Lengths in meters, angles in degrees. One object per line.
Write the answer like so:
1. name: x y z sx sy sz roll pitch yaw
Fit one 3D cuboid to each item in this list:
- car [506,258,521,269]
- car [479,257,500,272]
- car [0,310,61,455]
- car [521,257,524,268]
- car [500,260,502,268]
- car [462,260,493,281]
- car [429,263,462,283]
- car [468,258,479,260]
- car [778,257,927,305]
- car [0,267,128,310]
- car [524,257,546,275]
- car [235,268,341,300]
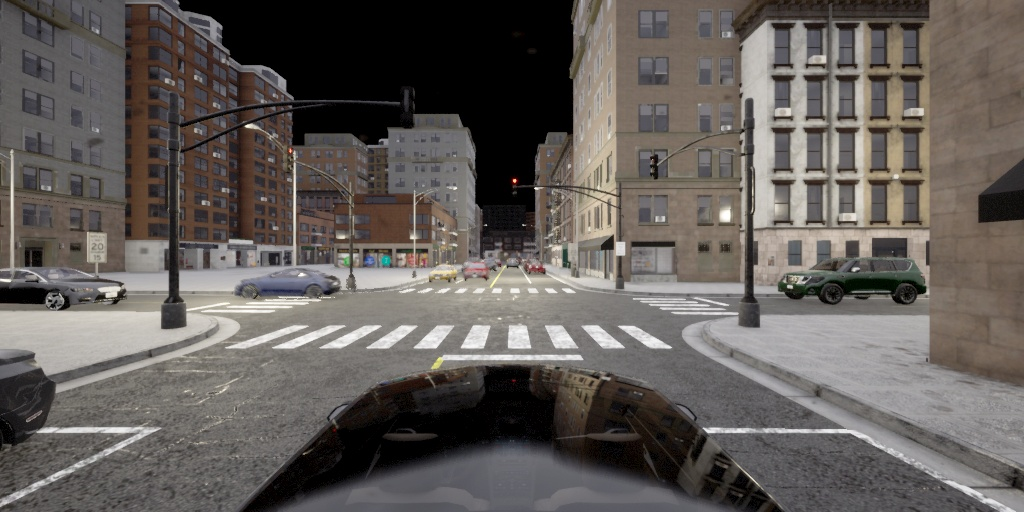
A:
1. car: 0.115 1.317 58.569 1.994 1.385 4.181 0 0 1
2. car: -2.828 1.258 45.731 1.837 1.490 4.892 0 0 0
3. car: -5.388 1.300 1.673 2.007 1.370 4.403 0 0 0
4. car: 2.654 1.066 45.501 2.192 1.841 5.009 0 0 0
5. car: -2.731 1.233 62.292 1.882 1.535 5.008 0 0 0
6. car: -2.838 1.276 29.650 1.812 1.442 4.674 0 0 0
7. car: -5.378 1.276 28.349 1.751 1.417 4.829 0 0 0
8. car: -5.372 1.302 45.505 2.007 1.370 4.403 0 0 0
9. car: 15.349 1.056 16.324 5.566 2.045 2.150 0 0 -2
10. car: -17.278 1.162 13.342 4.902 1.511 2.128 0 0 2
11. car: 2.651 1.191 39.839 1.967 1.591 4.097 0 0 0
12. car: -10.376 1.271 16.843 4.181 1.385 1.994 0 0 -7
